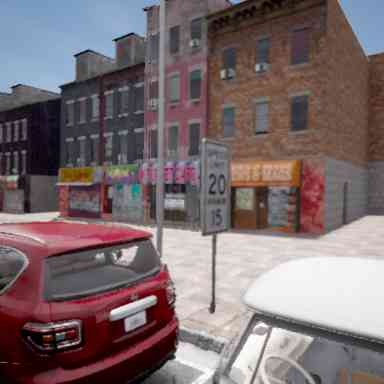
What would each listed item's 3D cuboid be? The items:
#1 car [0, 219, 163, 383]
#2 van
[{"bbox_3d":[-2.465,1.321,4.621,5.009,1.841,2.192,0,1,36],"label":"car"},{"bbox_3d":[1.884,1.351,1.410,3.998,1.788,1.690,0,1,36],"label":"van"}]
